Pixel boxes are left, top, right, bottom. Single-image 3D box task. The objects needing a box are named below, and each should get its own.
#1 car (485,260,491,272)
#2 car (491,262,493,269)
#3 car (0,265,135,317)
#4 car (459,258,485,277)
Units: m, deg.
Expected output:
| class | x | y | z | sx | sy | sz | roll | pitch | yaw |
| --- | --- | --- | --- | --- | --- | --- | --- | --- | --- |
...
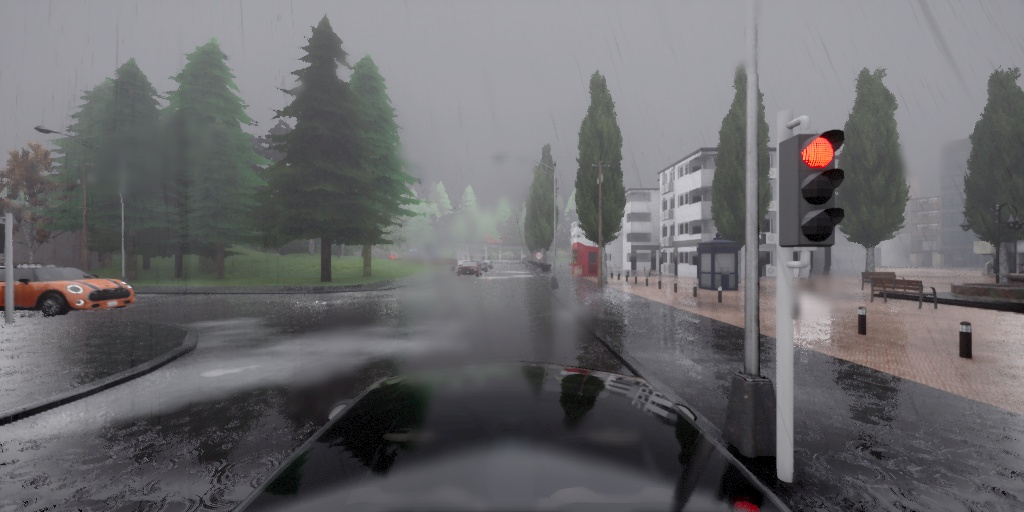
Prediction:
| class | x | y | z | sx | sy | sz | roll | pitch | yaw |
| --- | --- | --- | --- | --- | --- | --- | --- | --- | --- |
| car | -4.081 | 1.314 | 45.649 | 1.994 | 1.385 | 4.181 | 0 | 0 | 0 |
| car | -4.039 | 1.276 | 55.776 | 1.812 | 1.442 | 4.674 | 0 | 0 | 0 |
| car | -16.412 | 1.102 | 12.722 | 4.553 | 1.767 | 2.097 | 0 | 0 | 0 |
| car | -4.095 | 1.228 | 35.729 | 1.882 | 1.535 | 5.008 | 0 | 0 | 0 |
